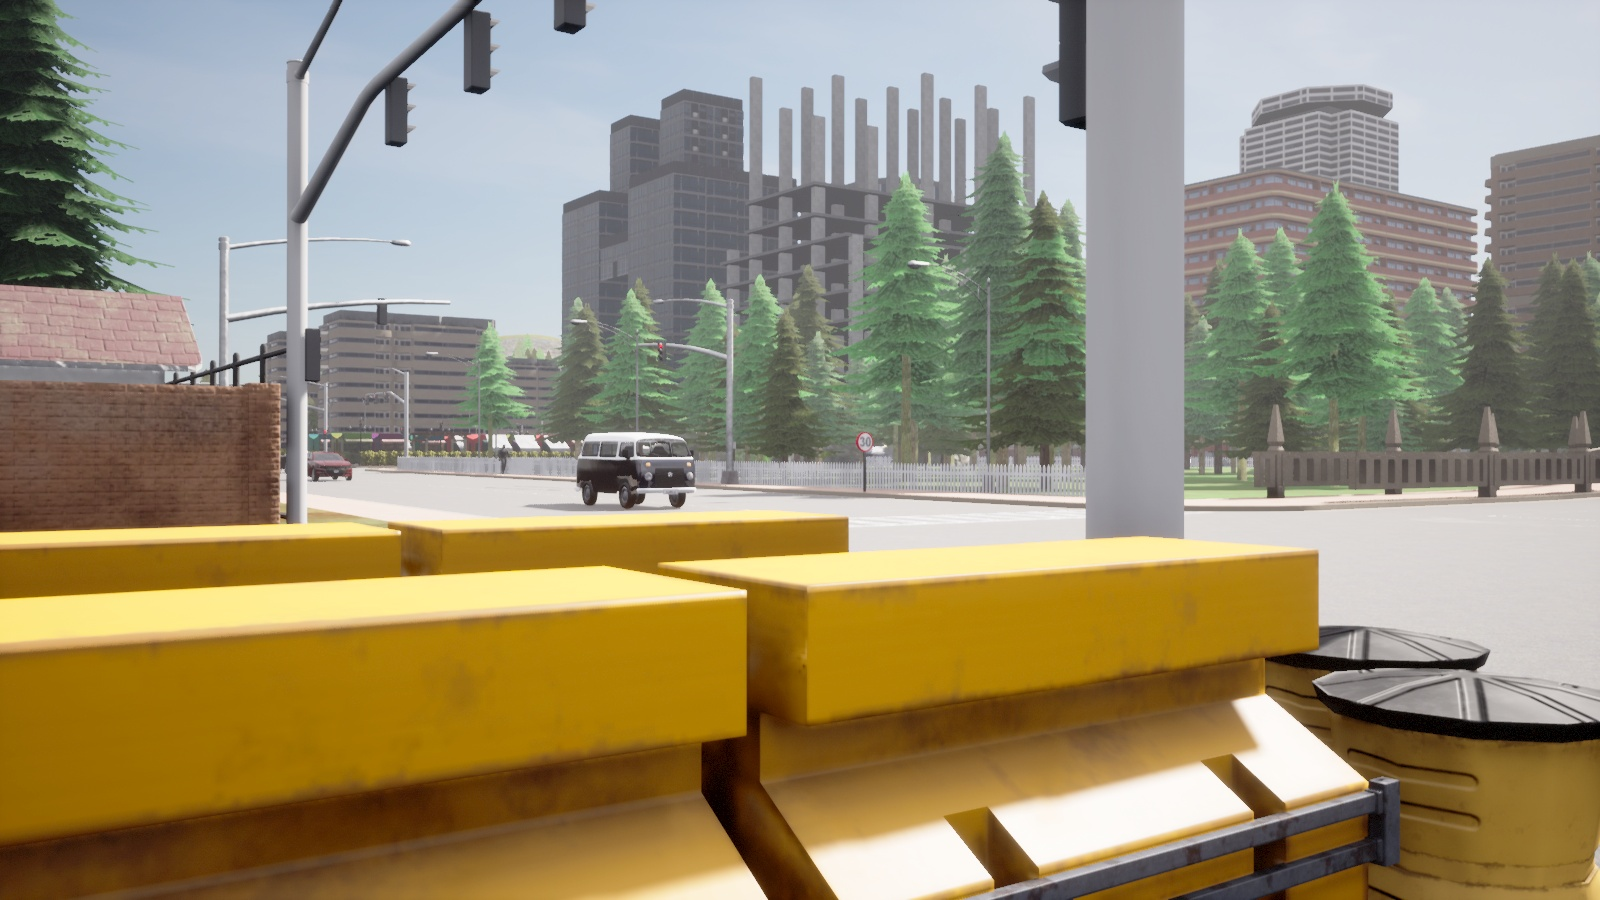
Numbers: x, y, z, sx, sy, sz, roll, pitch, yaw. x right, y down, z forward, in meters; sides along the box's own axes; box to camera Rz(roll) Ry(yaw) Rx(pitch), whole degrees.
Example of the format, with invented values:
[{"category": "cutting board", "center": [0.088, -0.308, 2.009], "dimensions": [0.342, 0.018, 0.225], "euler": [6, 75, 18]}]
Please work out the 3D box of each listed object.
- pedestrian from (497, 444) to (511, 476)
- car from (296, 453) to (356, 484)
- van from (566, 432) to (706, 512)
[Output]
[{"category": "pedestrian", "center": [-17.629, 0.613, 74.726], "dimensions": [0.563, 1.883, 0.849], "euler": [0, 0, -33]}, {"category": "car", "center": [-24.761, 0.929, 65.474], "dimensions": [1.882, 1.535, 5.008], "euler": [0, 0, -33]}, {"category": "van", "center": [-4.569, 0.556, 34.452], "dimensions": [2.069, 2.038, 4.480], "euler": [0, 0, -33]}]
